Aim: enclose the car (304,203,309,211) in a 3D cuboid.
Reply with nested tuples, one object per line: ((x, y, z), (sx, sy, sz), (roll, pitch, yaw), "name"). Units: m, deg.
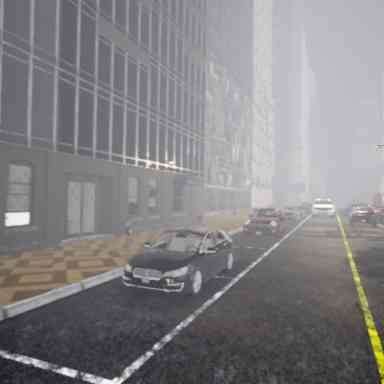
((10.928, 2.033, 35.123), (1.887, 1.381, 4.507), (1, 0, 23), "car")

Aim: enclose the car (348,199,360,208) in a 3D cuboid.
((38.504, 2.658, 79.040), (2.192, 1.841, 5.009), (1, 0, 23), "car")

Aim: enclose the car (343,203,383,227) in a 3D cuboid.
((13.825, 1.958, 27.158), (2.128, 1.511, 4.902), (1, 0, 23), "car")

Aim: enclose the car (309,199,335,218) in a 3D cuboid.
((14.739, 1.797, 37.282), (2.150, 2.045, 5.566), (1, -1, 23), "car")

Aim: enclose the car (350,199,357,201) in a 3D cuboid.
((34.153, 2.701, 68.709), (1.752, 1.417, 4.829), (1, 0, 23), "car")

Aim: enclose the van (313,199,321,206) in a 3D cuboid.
((32.996, 2.671, 87.556), (1.690, 1.788, 3.998), (1, 0, 23), "van")

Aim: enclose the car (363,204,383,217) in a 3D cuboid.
((23.056, 2.304, 42.337), (2.008, 1.369, 4.403), (1, 0, 23), "car")

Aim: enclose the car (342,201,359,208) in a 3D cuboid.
((18.542, 2.150, 38.397), (1.837, 1.490, 4.892), (1, 0, 23), "car")

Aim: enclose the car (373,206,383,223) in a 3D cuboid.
((18.643, 2.132, 31.851), (1.887, 1.381, 4.507), (1, 0, 23), "car")

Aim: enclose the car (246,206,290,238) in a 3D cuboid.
((4.313, 1.681, 19.394), (1.967, 1.590, 4.097), (1, 0, 23), "car")

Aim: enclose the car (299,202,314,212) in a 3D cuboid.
((17.547, 2.283, 50.853), (1.887, 1.381, 4.507), (1, 0, 23), "car")

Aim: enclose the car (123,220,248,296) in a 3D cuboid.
((-0.103, 1.628, 8.906), (2.008, 1.369, 4.403), (1, 0, 23), "car")

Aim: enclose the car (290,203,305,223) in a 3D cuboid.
((8.722, 1.957, 29.880), (2.008, 1.369, 4.403), (1, 0, 23), "car")

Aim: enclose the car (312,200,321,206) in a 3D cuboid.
((30.784, 2.795, 82.312), (2.008, 1.369, 4.403), (1, 0, 23), "car")

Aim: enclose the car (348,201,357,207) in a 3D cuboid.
((40.705, 2.973, 84.282), (1.887, 1.381, 4.507), (1, 0, 23), "car")
